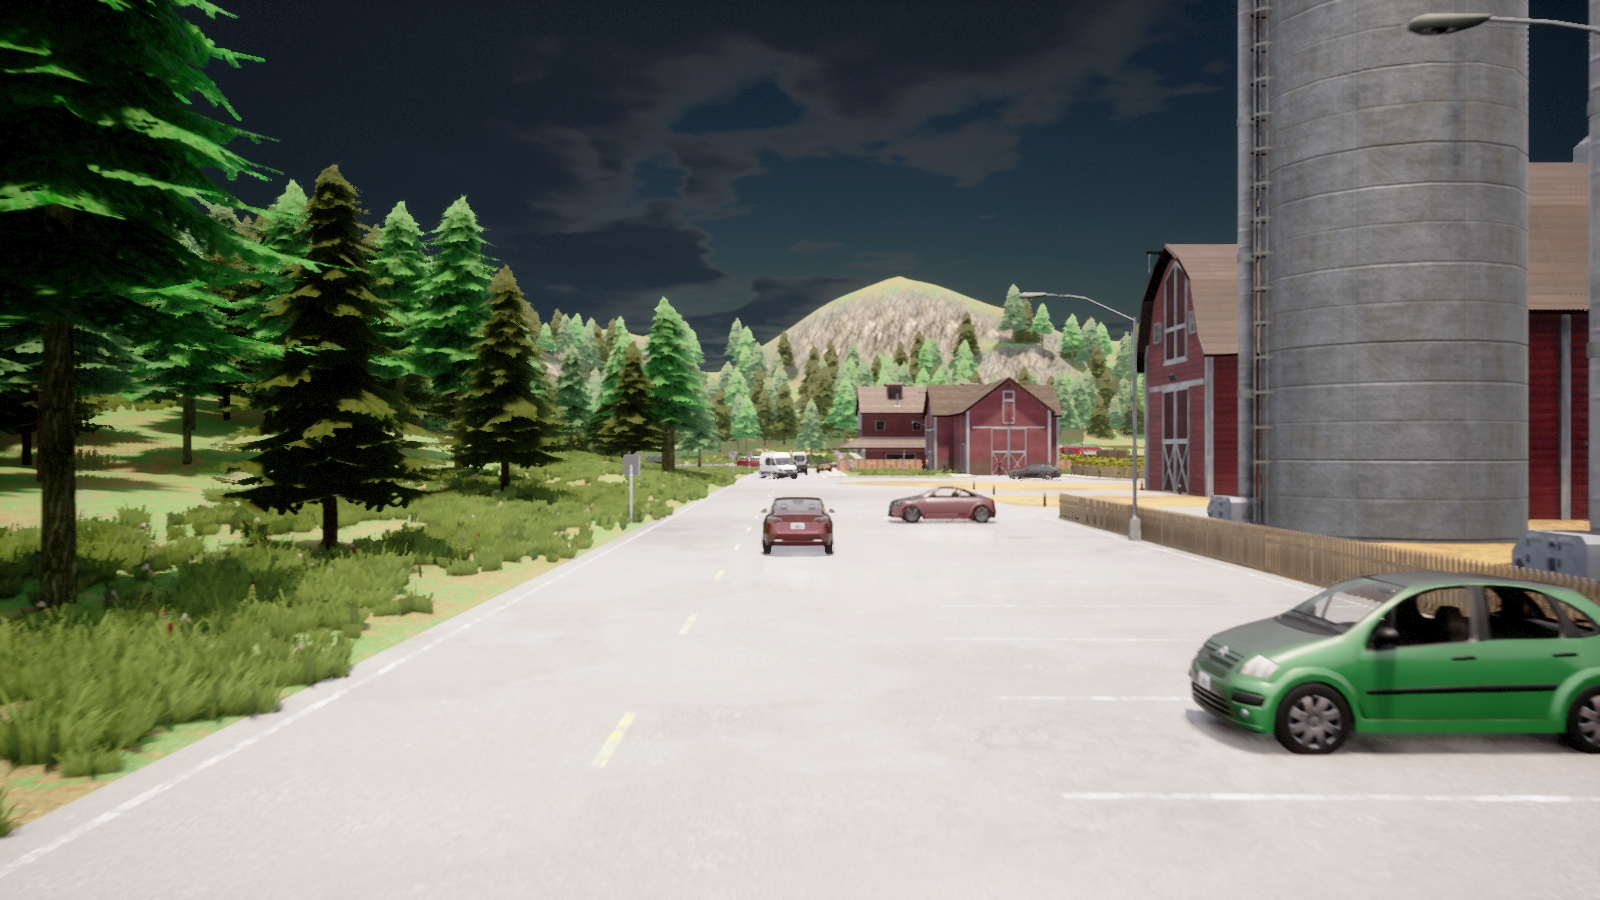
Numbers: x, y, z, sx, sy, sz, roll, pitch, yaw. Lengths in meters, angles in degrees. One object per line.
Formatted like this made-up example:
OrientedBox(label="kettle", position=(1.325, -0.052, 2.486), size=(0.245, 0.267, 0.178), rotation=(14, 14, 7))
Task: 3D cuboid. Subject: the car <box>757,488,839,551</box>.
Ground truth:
OrientedBox(label="car", position=(-0.057, 1.923, 32.653), size=(2.163, 1.488, 4.792), rotation=(0, 0, 0))
